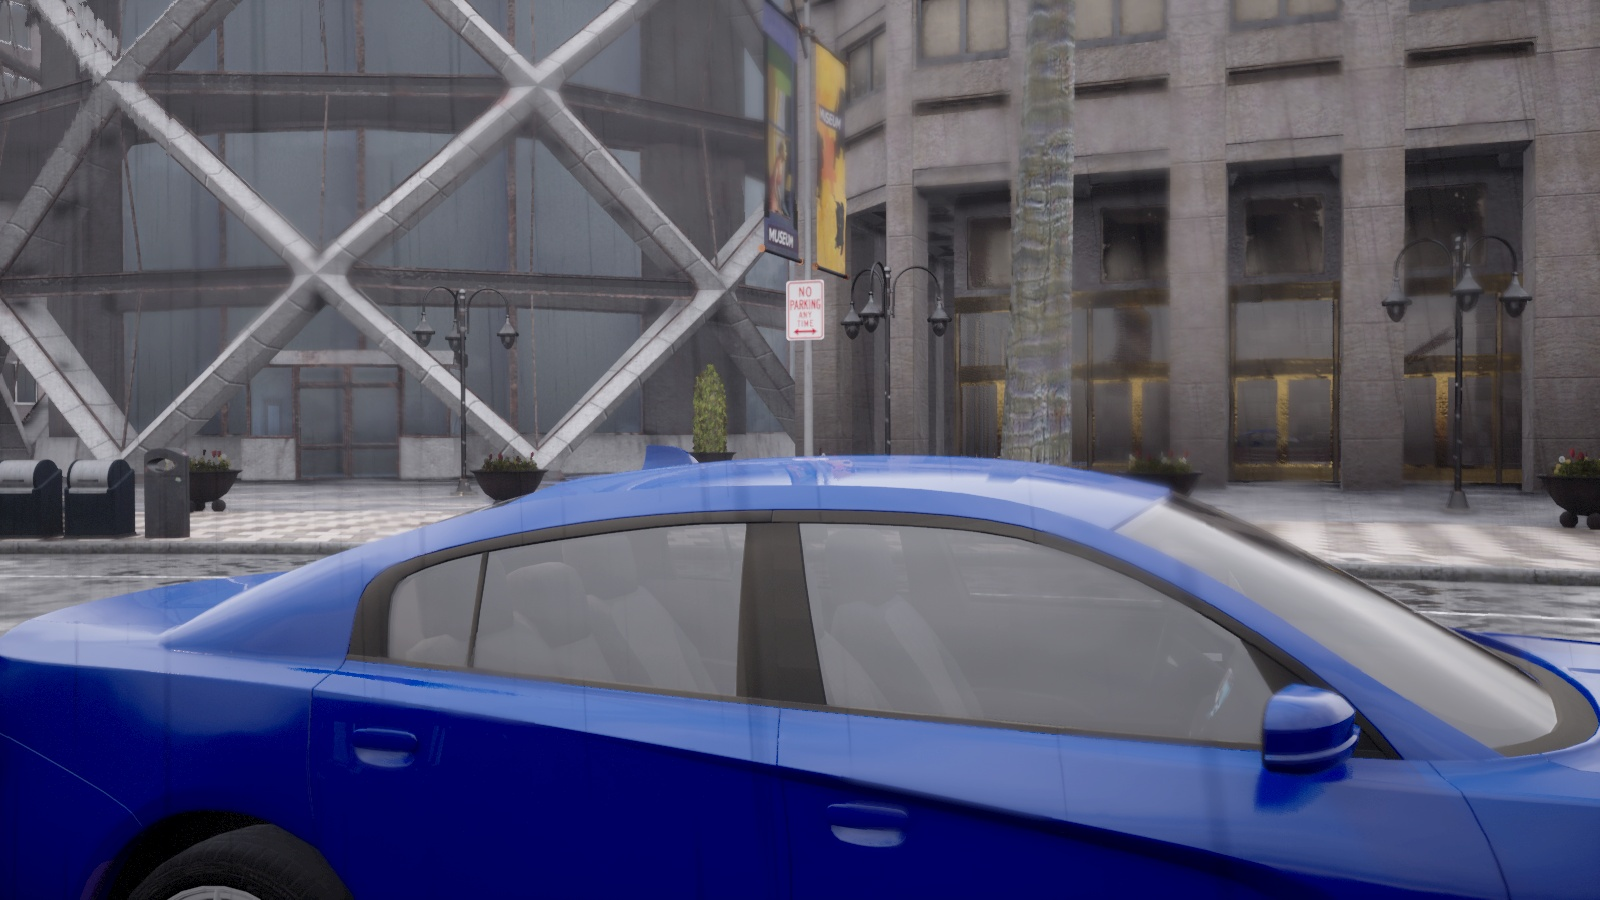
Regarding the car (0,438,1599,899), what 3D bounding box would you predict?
[{"bbox_3d":[0.436,0.756,3.088,5.008,1.535,1.882,1,1,17],"label":"car"}]
